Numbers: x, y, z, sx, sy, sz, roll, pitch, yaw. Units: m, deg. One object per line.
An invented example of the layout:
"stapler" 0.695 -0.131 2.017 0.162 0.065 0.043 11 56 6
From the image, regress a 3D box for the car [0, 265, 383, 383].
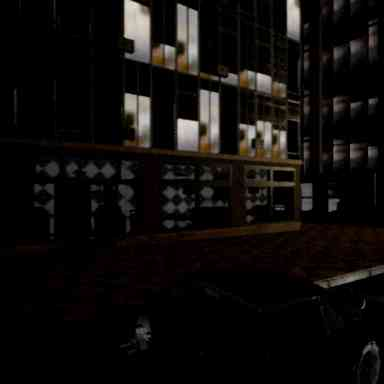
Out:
"car" 0.322 1.621 3.600 4.718 1.301 1.895 1 0 -35
